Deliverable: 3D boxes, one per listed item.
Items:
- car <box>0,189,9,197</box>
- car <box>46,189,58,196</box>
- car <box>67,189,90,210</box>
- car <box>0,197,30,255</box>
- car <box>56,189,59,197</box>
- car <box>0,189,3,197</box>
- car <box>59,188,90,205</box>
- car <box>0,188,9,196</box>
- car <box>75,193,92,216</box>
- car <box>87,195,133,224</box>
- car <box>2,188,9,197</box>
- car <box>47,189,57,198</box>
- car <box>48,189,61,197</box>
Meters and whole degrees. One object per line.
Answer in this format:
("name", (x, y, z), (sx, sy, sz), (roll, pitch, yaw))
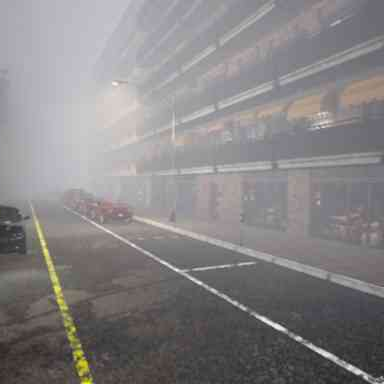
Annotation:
("car", (-32.743, 0.157, 57.187), (2.008, 1.369, 4.403), (0, 1, -27))
("car", (-27.864, 0.051, 66.135), (1.752, 1.417, 4.829), (0, 1, -27))
("car", (-10.078, 0.779, 30.780), (1.967, 1.590, 4.097), (0, 1, -27))
("car", (-6.806, 1.183, 11.617), (1.882, 1.535, 5.008), (0, 2, -27))
("car", (-15.137, 0.544, 40.838), (1.967, 1.590, 4.097), (0, 1, -27))
("car", (-22.624, 0.619, 37.073), (2.008, 1.369, 4.403), (0, 1, -27))
("car", (-12.606, 0.536, 35.806), (2.192, 1.841, 5.009), (0, 1, -27))
("car", (-35.197, 0.022, 62.064), (1.752, 1.417, 4.829), (0, 1, -27))
("car", (-7.550, 1.001, 25.754), (1.887, 1.381, 4.507), (0, 1, -27))
("car", (-5.020, 1.119, 20.726), (1.887, 1.381, 4.507), (0, 1, -27))
("car", (-30.137, 0.250, 52.006), (1.752, 1.417, 4.829), (0, 1, -27))
("car", (-22.727, 0.196, 55.923), (1.967, 1.590, 4.097), (0, 1, -27))
("car", (-25.257, 0.208, 60.955), (1.947, 1.339, 4.313), (0, 1, -27))
